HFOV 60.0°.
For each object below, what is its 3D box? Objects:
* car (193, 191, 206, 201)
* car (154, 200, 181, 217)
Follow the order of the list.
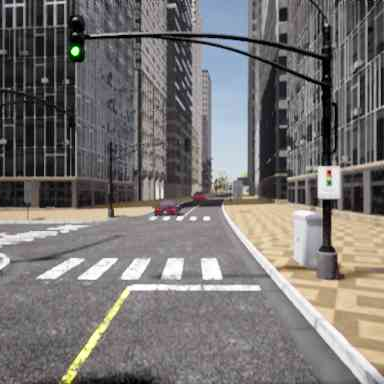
[{"bbox_3d":[1.488,0.808,66.261,2.150,2.045,5.566,0,2,8],"label":"car"},{"bbox_3d":[-2.098,1.443,29.226,1.994,1.385,4.181,0,1,3],"label":"car"}]
